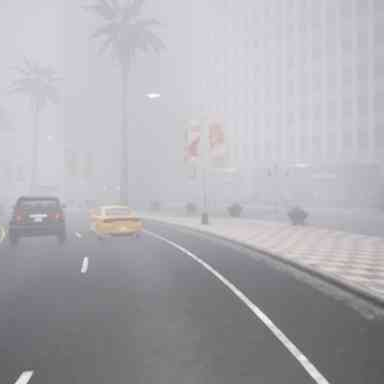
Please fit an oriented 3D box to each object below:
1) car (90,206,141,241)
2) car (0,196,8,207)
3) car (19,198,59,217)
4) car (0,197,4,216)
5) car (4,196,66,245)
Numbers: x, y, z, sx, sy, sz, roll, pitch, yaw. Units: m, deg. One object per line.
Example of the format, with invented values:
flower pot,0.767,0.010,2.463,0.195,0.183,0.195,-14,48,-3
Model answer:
car,-3.930,1.417,16.599,1.882,1.535,5.008,0,0,-23
car,-29.980,1.399,50.564,4.892,1.521,2.231,0,0,43
car,-14.652,1.403,31.650,1.882,1.535,5.008,0,0,-44
car,-19.099,1.457,31.208,4.892,1.490,1.837,0,0,45
car,-7.182,1.184,15.632,2.150,2.045,5.566,0,0,-24
